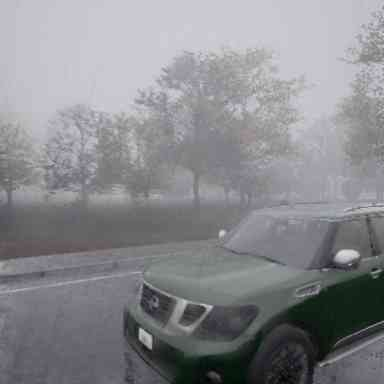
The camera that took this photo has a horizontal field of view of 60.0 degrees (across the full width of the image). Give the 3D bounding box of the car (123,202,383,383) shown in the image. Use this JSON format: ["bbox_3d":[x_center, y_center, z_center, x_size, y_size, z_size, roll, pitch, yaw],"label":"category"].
[{"bbox_3d":[1.808,1.209,5.084,5.566,2.045,2.150,0,0,-33],"label":"car"}]

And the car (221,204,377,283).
[{"bbox_3d":[3.353,1.325,10.190,4.553,1.767,2.097,0,0,-31],"label":"car"}]
